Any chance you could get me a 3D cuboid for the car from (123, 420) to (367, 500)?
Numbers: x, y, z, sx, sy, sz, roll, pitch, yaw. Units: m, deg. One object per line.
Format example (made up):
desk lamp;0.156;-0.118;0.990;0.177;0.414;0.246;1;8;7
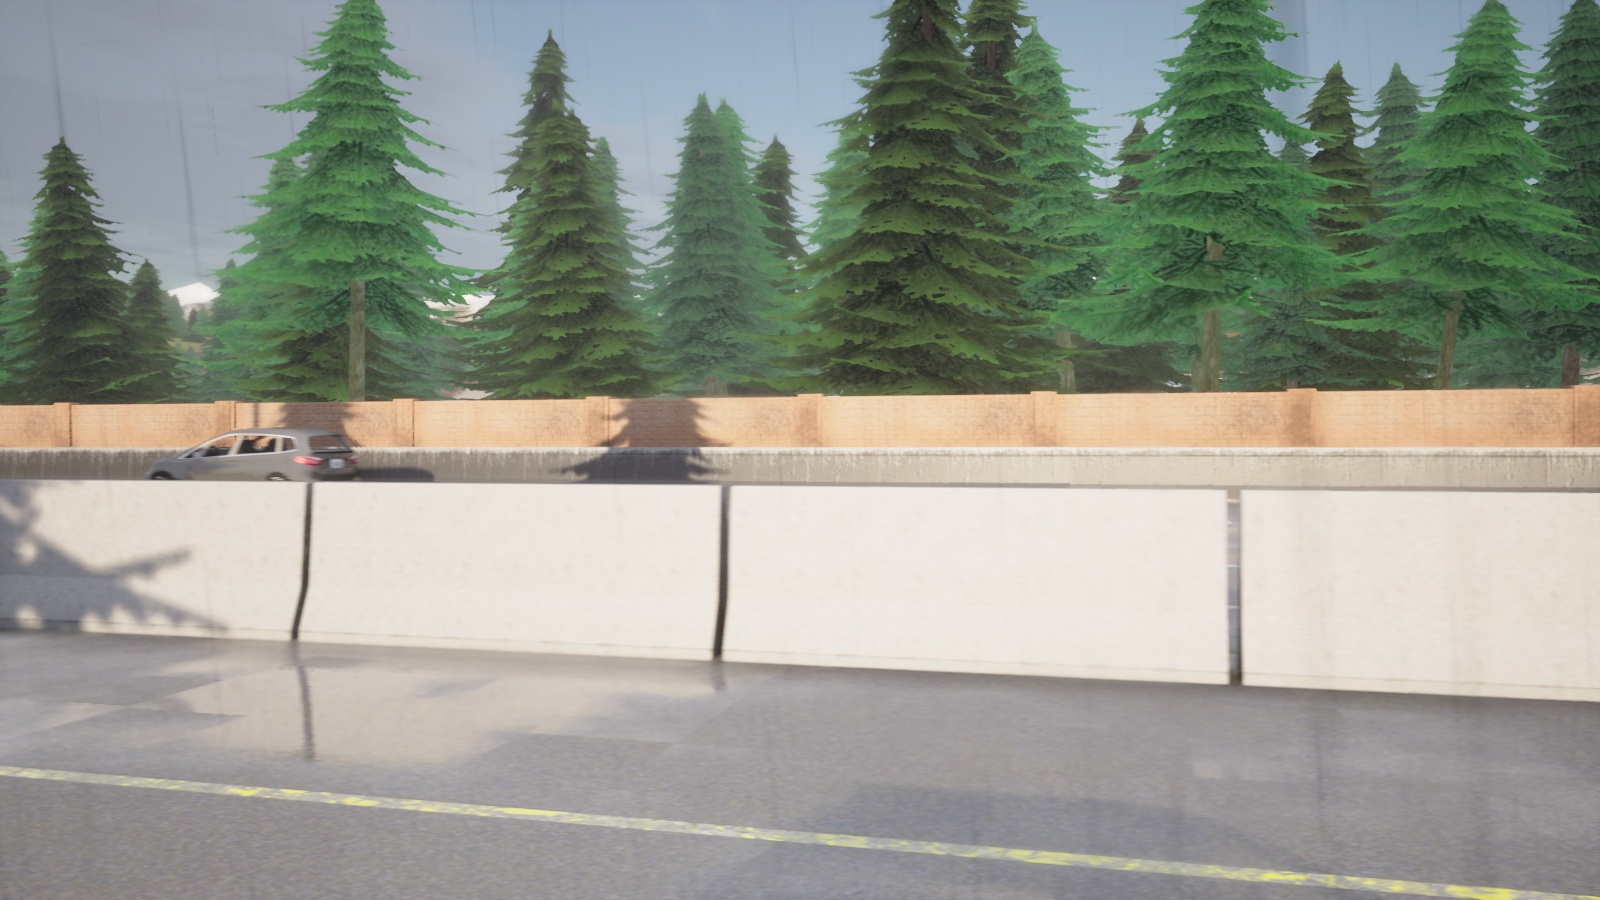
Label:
car;-12.365;0.185;28.088;4.611;1.667;2.242;0;1;15
